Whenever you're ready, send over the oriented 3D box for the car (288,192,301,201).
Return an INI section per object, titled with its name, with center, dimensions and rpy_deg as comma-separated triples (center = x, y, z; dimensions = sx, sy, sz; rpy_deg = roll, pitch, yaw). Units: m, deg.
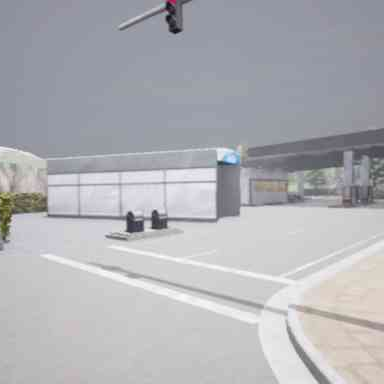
[car]
center = 17.546, 0.807, 58.708
dimensions = 2.242, 1.667, 4.611
rpy_deg = 0, 1, 42
